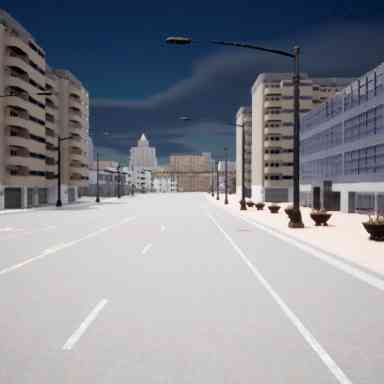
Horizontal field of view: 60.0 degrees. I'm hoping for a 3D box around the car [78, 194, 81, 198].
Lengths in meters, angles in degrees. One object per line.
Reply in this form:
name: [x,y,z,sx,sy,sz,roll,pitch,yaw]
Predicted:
car: [-29.464,0.907,83.789,1.970,1.475,3.806,0,2,0]
